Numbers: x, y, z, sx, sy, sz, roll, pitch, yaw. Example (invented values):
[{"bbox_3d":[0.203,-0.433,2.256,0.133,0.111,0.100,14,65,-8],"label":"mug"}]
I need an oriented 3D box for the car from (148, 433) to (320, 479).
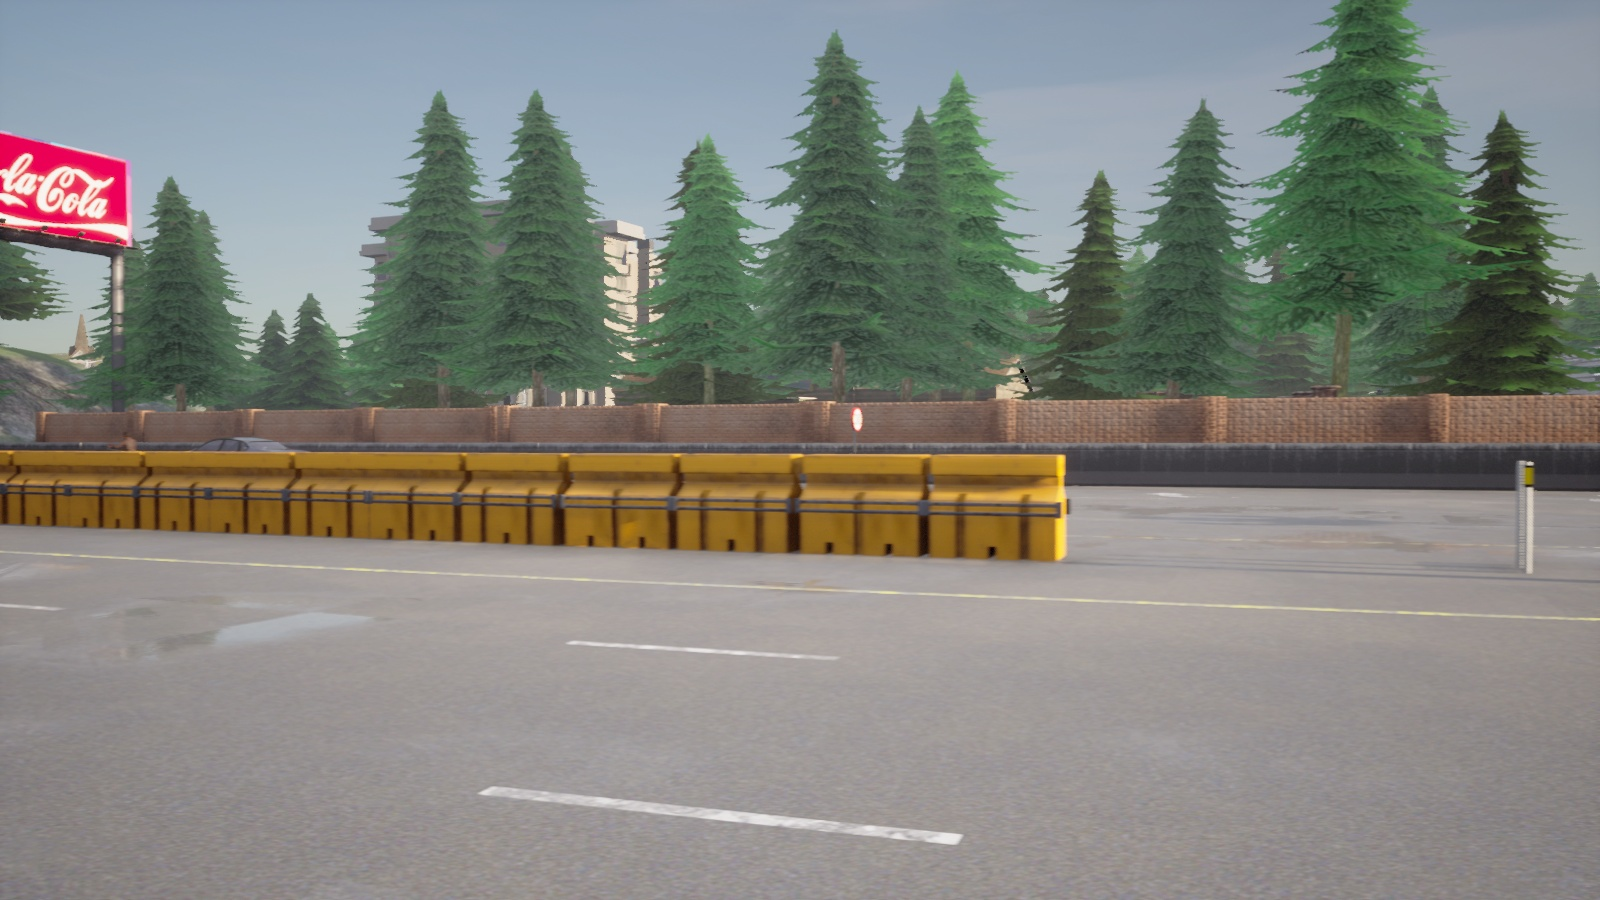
[{"bbox_3d":[-18.500,0.149,41.041,5.357,1.411,2.033,1,1,23],"label":"car"}]
